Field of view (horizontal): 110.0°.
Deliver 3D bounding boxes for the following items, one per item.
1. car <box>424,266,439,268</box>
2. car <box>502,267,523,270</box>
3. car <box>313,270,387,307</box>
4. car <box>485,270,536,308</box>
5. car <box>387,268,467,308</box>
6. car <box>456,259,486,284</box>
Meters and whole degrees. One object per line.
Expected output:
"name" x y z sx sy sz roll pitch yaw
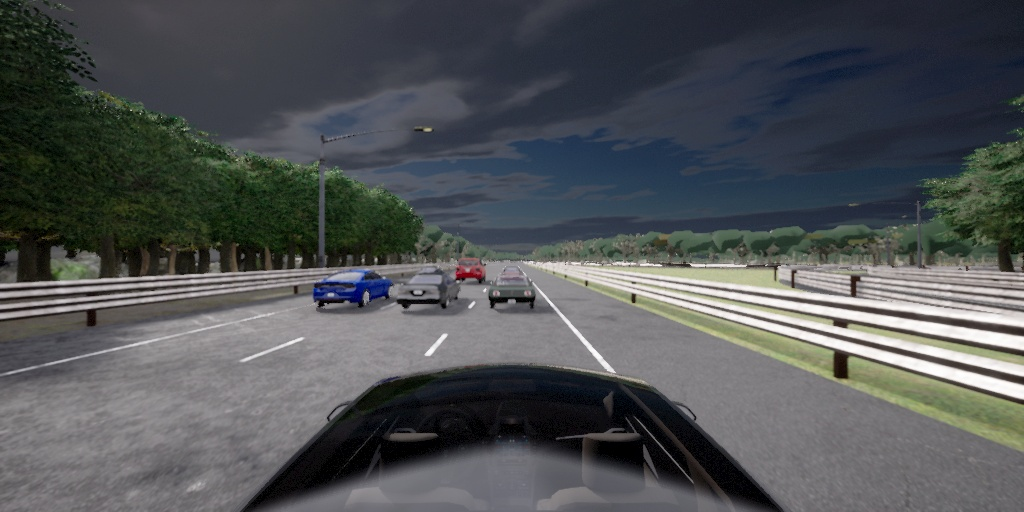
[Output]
"car" -6.987 1.592 31.150 1.994 1.385 4.181 0 0 0
"car" 0.015 1.592 31.130 1.994 1.385 4.181 0 -1 0
"car" -6.990 1.362 16.325 1.882 1.535 5.008 0 0 0
"car" 0.006 1.483 15.959 1.895 1.301 4.718 0 0 0
"car" -3.494 1.428 15.842 2.033 1.411 5.357 0 -1 0
"car" -3.489 1.242 30.869 2.150 2.045 5.566 0 0 0
